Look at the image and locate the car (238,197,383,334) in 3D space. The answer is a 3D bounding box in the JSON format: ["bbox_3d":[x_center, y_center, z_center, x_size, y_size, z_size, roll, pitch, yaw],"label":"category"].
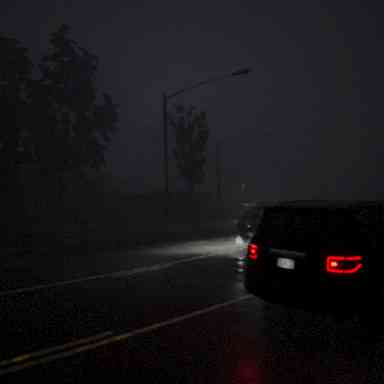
[{"bbox_3d":[3.429,1.178,6.993,5.566,2.045,2.150,-1,0,-43],"label":"car"}]

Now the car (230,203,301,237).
[{"bbox_3d":[4.324,1.463,18.837,2.128,1.511,4.902,-1,0,36],"label":"car"}]

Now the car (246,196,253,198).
[{"bbox_3d":[12.174,1.716,69.954,1.837,1.490,4.892,-1,0,3],"label":"car"}]

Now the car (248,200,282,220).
[{"bbox_3d":[6.502,1.486,29.251,1.882,1.535,5.008,-1,0,24],"label":"car"}]

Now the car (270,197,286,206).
[{"bbox_3d":[15.103,1.599,58.362,1.812,1.442,4.674,-1,0,3],"label":"car"}]
